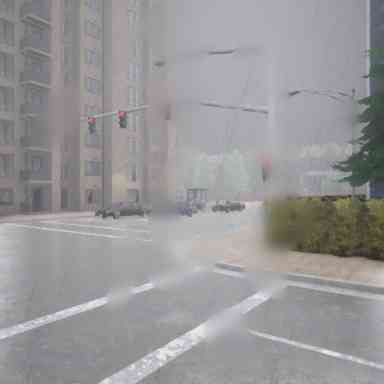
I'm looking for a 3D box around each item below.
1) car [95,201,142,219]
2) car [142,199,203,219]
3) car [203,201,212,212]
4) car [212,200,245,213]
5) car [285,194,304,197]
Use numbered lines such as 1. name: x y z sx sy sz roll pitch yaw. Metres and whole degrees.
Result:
1. car: -5.917 1.547 29.378 2.033 1.411 5.357 0 0 36
2. car: -1.582 1.547 29.385 2.033 1.411 5.357 0 0 36
3. car: -0.228 1.491 37.177 2.128 1.511 4.902 0 0 36
4. car: 4.071 1.601 37.129 1.895 1.301 4.718 0 0 36
5. car: 13.940 1.222 44.434 2.150 2.045 5.566 0 0 36
